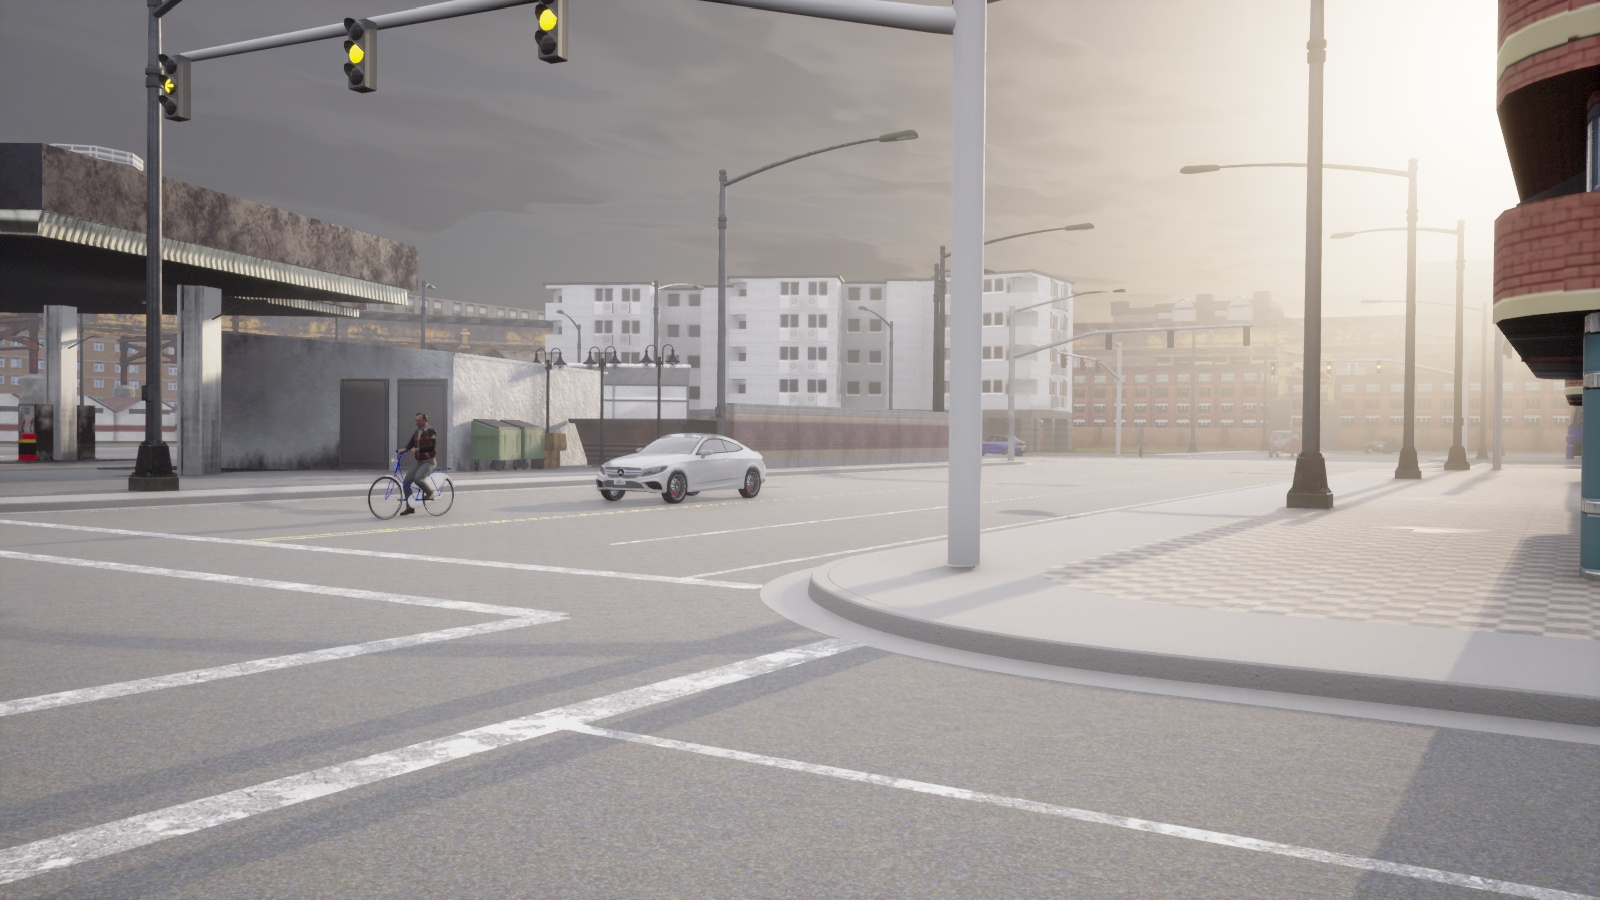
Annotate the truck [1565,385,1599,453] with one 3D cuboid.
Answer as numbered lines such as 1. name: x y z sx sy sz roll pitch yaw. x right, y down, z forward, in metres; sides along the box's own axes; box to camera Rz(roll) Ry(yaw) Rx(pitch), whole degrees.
1. truck: 43.929 -1.665 64.401 7.936 3.462 2.891 -1 0 32

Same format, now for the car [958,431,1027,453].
1. car: 12.949 -0.524 84.398 4.193 1.474 1.816 0 1 32

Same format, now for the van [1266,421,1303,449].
1. van: 35.150 -1.077 91.048 1.775 1.987 4.442 0 1 31

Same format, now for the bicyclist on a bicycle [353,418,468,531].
1. bicyclist on a bicycle: -6.427 0.376 20.823 0.659 1.776 1.843 0 1 31

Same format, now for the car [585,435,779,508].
1. car: -2.468 0.404 27.508 1.812 1.442 4.674 0 1 31
